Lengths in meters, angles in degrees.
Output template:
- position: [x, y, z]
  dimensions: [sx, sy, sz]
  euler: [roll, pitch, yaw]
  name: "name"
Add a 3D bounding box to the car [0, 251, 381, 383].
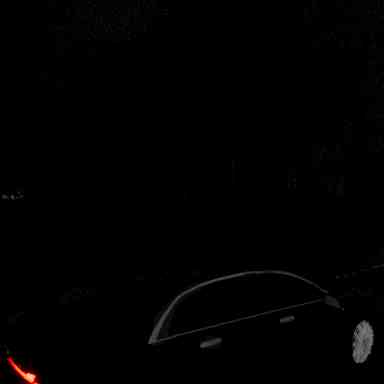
- position: [0.416, 1.504, 4.044]
  dimensions: [4.892, 1.490, 1.837]
  euler: [0, 0, -36]
  name: "car"
